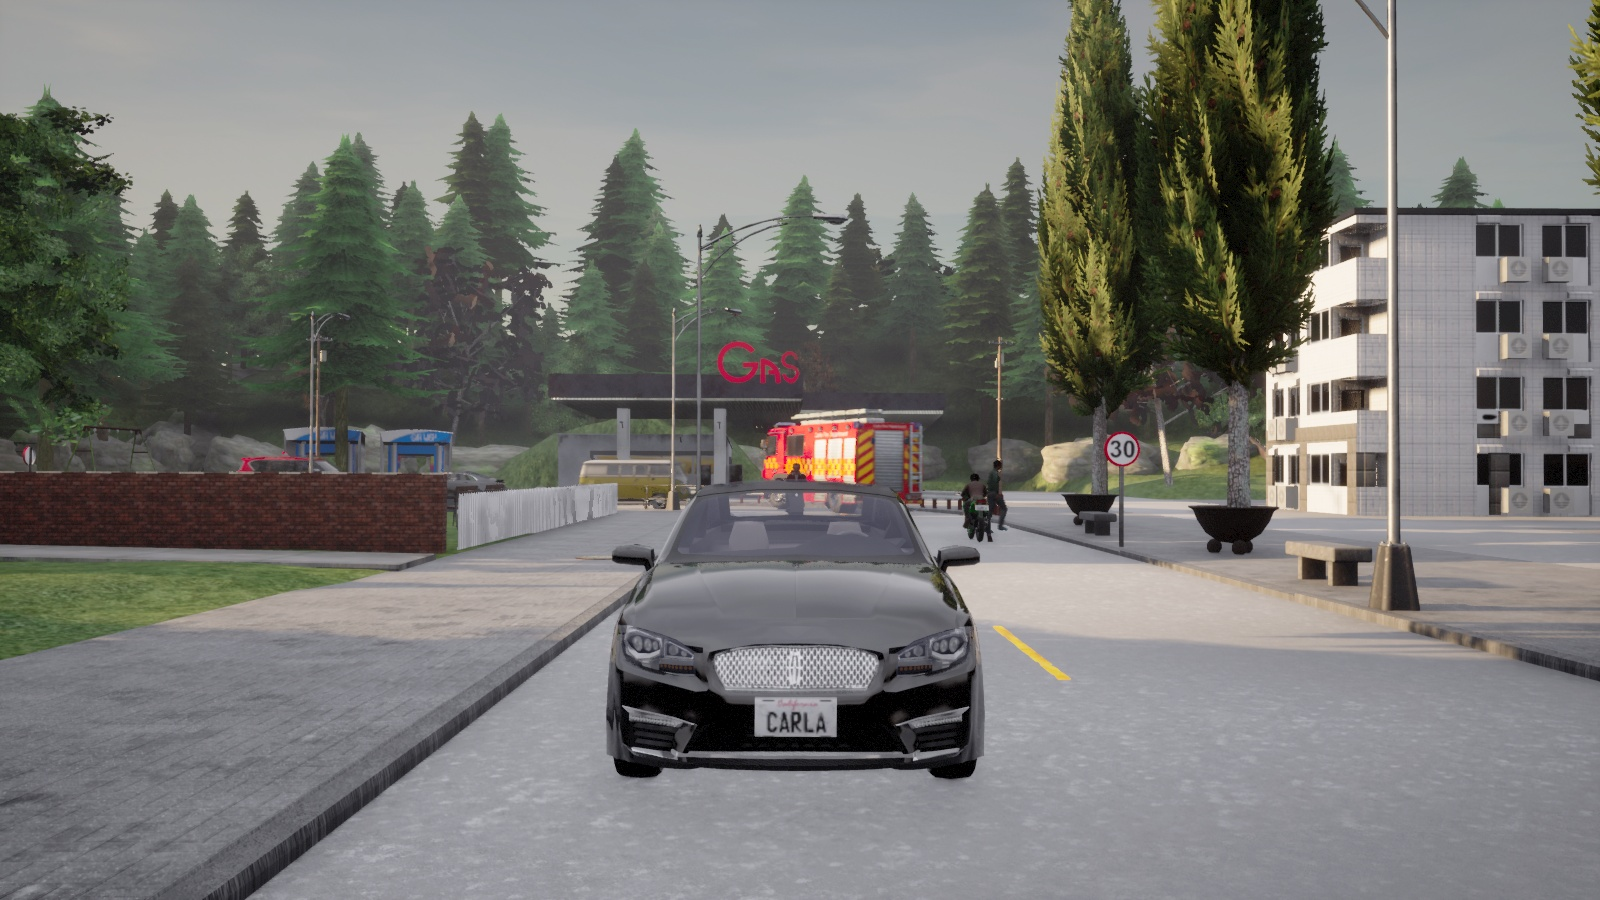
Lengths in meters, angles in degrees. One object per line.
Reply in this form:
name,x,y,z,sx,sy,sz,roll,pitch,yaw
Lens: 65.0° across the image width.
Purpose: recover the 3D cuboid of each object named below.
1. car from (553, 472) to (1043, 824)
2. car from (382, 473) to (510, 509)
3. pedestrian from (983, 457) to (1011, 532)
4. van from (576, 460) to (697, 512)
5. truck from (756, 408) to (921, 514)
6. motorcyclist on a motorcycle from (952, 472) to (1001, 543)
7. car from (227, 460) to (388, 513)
car,-0.019,0.903,7.912,2.128,1.511,4.902,0,-1,0
car,-15.228,1.739,54.188,4.902,1.511,2.128,0,-1,0
pedestrian,4.910,1.109,31.308,0.614,1.847,0.353,0,-1,-13
van,-6.445,1.427,49.743,4.442,1.987,1.775,0,-1,10
truck,1.296,0.475,49.448,2.891,3.827,8.468,0,-1,-26
motorcyclist on a motorcycle,3.939,1.252,28.127,0.797,1.523,2.044,0,-1,0
car,-19.606,1.452,50.163,5.566,2.045,2.150,0,-1,0
